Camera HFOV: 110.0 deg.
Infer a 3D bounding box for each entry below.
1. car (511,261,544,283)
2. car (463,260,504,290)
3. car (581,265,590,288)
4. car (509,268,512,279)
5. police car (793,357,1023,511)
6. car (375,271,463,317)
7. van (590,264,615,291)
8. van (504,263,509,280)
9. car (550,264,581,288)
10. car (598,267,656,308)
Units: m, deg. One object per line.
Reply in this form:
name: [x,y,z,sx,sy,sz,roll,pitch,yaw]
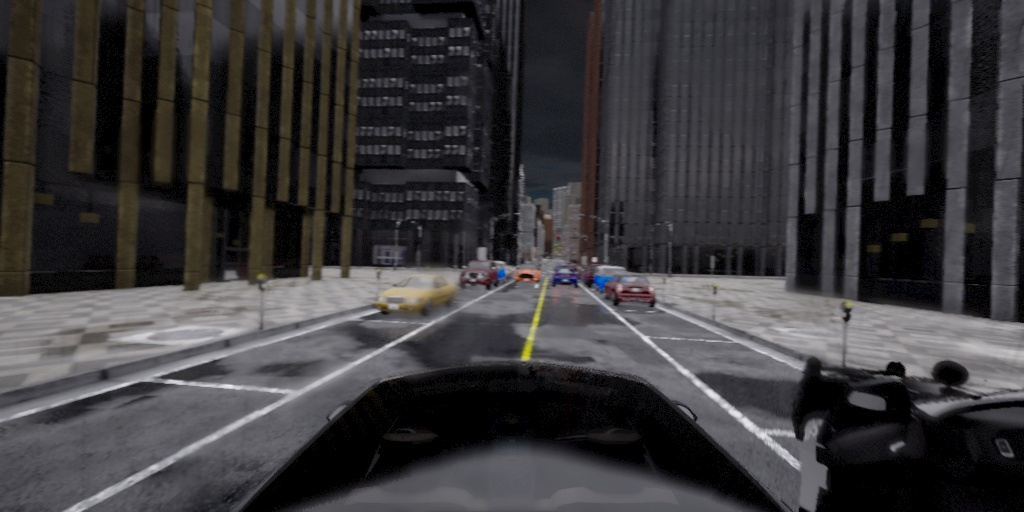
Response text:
car: [1.495,1.463,32.585,2.097,1.767,4.553,2,0,7]
car: [-2.136,1.209,24.449,2.192,1.841,5.009,0,0,6]
car: [6.936,1.596,29.001,2.192,1.841,5.009,0,0,6]
car: [-0.955,1.575,35.263,1.751,1.417,4.829,0,0,6]
police car: [3.583,1.309,1.642,1.930,1.638,5.238,2,-1,6]
car: [-3.353,1.266,13.297,1.751,1.417,4.829,0,0,6]
van: [6.339,1.545,23.508,1.690,1.789,3.998,0,0,6]
van: [-1.536,1.313,29.941,1.690,1.789,3.998,0,0,6]
car: [4.198,1.652,28.595,1.882,1.535,5.008,2,-1,7]
car: [5.741,1.567,18.017,1.967,1.591,4.097,0,0,6]
